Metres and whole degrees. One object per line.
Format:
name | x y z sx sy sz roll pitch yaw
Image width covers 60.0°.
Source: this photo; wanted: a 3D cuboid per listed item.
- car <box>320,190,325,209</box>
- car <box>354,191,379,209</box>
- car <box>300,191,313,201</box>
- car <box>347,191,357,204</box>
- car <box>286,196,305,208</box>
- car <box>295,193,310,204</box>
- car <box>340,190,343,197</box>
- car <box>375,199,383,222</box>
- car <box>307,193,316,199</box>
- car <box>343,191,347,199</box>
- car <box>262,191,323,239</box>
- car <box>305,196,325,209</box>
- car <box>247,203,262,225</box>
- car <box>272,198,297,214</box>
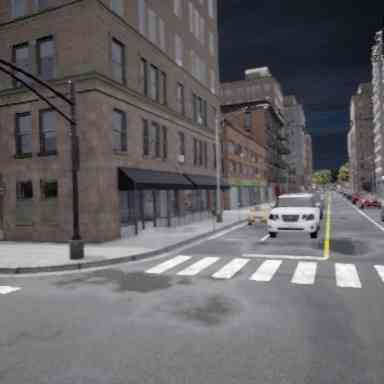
car | 9.229 1.010 26.495 2.150 2.045 5.566 -2 1 23
car | 18.984 0.970 35.703 1.967 1.590 4.097 -2 0 23
car | 22.443 0.808 65.014 2.192 1.841 5.009 -2 0 23
car | 23.330 0.740 46.201 2.192 1.841 5.009 -2 0 23
car | 13.751 1.252 44.021 2.008 1.369 4.403 -2 0 23
car | 18.097 1.037 54.517 1.967 1.590 4.097 -2 0 23
car | 38.562 0.595 82.942 1.887 1.381 4.507 -2 0 23
car | 12.463 1.267 19.956 1.802 1.307 4.206 -2 0 23
car | 28.975 0.913 80.759 1.802 1.307 4.206 -2 0 23
car | 29.862 0.834 61.946 1.947 1.339 4.313 -2 0 23
car | 5.362 1.108 17.160 2.150 2.045 5.566 -2 0 23
car | 14.473 1.234 39.080 1.994 1.385 4.181 -2 0 23
car | 4.986 1.436 22.871 1.752 1.417 4.829 -2 0 23
car | 9.402 1.372 33.524 1.947 1.339 4.313 -2 0 23
